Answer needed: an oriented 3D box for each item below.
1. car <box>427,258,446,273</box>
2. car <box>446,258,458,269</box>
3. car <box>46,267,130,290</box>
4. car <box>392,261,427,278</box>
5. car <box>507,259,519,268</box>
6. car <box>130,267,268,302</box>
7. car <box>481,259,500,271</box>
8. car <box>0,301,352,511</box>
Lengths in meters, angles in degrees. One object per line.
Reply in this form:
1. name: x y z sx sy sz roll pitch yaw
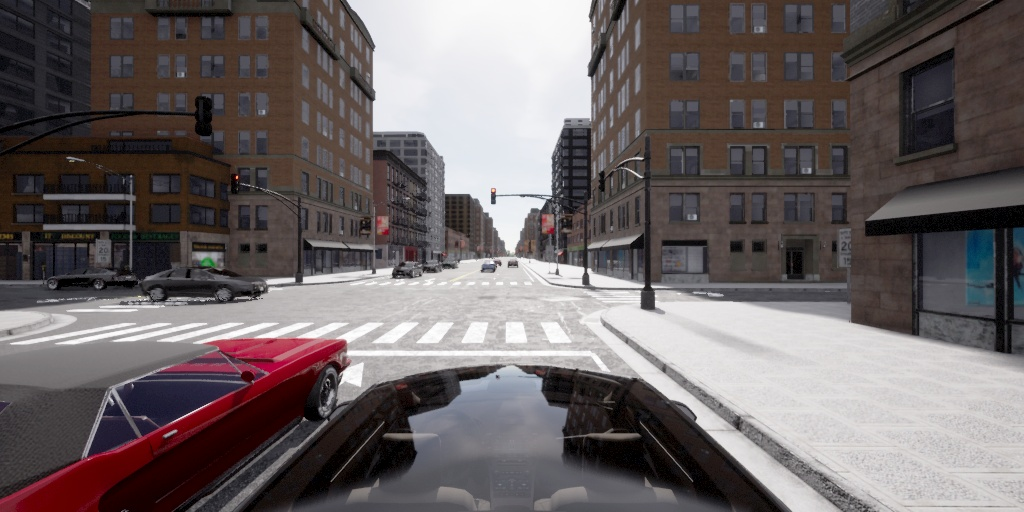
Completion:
1. car: -9.730 1.251 43.601 1.837 1.490 4.892 0 0 1
2. car: -9.690 1.095 55.244 2.097 1.767 4.553 0 0 0
3. car: -25.321 1.330 21.750 4.313 1.339 1.948 0 0 0
4. car: -9.757 1.254 33.766 1.837 1.490 4.892 0 0 0
5. car: 0.168 1.245 62.244 1.837 1.490 4.892 0 0 0
6. car: -13.748 1.252 16.199 4.892 1.490 1.837 0 0 0
7. car: -3.022 1.293 47.622 2.033 1.411 5.357 0 0 0
8. car: -3.156 1.351 2.882 1.895 1.301 4.718 0 0 0
